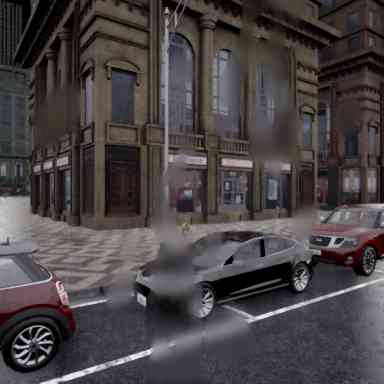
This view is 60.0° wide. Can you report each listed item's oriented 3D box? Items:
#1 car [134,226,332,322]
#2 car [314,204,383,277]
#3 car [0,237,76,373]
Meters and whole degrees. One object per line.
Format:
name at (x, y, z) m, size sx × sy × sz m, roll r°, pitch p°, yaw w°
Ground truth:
car at (0.872, 1.566, 7.255) m, size 4.313 × 1.339 × 1.947 m, roll 0°, pitch 0°, yaw -35°
car at (5.442, 1.316, 10.496) m, size 5.009 × 1.841 × 2.192 m, roll 0°, pitch 0°, yaw -35°
car at (-3.696, 1.440, 4.013) m, size 4.097 × 1.590 × 1.967 m, roll 0°, pitch 0°, yaw -35°
